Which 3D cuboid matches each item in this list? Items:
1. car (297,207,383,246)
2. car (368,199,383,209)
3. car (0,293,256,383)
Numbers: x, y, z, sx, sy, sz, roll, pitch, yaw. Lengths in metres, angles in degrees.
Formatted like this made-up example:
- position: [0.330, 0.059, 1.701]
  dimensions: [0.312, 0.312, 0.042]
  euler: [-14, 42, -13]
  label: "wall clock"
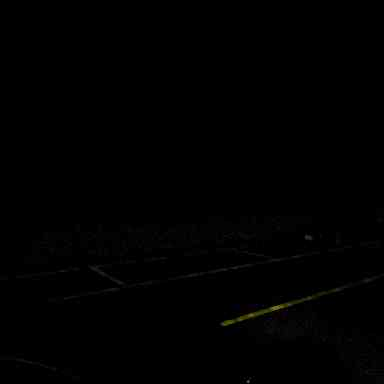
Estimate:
- position: [6.687, 1.565, 15.285]
  dimensions: [4.313, 1.339, 1.947]
  euler: [0, 0, -35]
  label: "car"
- position: [11.275, 1.313, 18.559]
  dimensions: [5.009, 1.841, 2.192]
  euler: [0, 0, -35]
  label: "car"
- position: [-1.704, 1.477, 2.218]
  dimensions: [5.008, 1.535, 1.882]
  euler: [0, 0, -36]
  label: "car"
